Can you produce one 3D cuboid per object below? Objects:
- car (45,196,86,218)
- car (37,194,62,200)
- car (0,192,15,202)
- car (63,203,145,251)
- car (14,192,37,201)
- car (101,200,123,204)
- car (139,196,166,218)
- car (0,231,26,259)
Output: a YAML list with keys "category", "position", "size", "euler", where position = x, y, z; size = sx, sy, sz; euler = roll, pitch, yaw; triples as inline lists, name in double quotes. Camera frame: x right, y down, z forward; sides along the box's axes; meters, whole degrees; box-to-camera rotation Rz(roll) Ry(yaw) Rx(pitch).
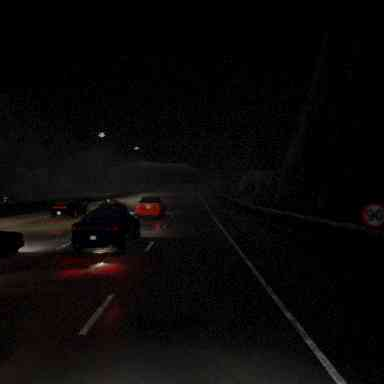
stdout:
- category: "car"
  position: [-10.364, 1.326, 28.344]
  size: [1.837, 1.490, 4.892]
  euler: [0, 1, 0]
- category: "car"
  position: [-20.952, 1.011, 50.498]
  size: [2.033, 1.411, 5.357]
  euler: [0, 1, 1]
- category: "car"
  position: [-27.945, 0.816, 50.611]
  size: [2.097, 1.767, 4.553]
  euler: [0, 1, 1]
- category: "car"
  position: [-3.395, 1.432, 13.947]
  size: [1.882, 1.535, 5.008]
  euler: [0, 0, 0]
- category: "car"
  position: [-24.451, 0.991, 50.499]
  size: [1.812, 1.442, 4.674]
  euler: [0, 1, 1]
- category: "car"
  position: [-6.862, 1.378, 28.684]
  size: [1.994, 1.385, 4.181]
  euler: [0, 1, 0]
- category: "car"
  position: [-3.367, 1.173, 27.899]
  size: [2.097, 1.767, 4.553]
  euler: [0, 1, 1]
- category: "car"
  position: [-6.935, 1.529, 9.517]
  size: [2.033, 1.411, 5.357]
  euler: [0, 0, 1]
